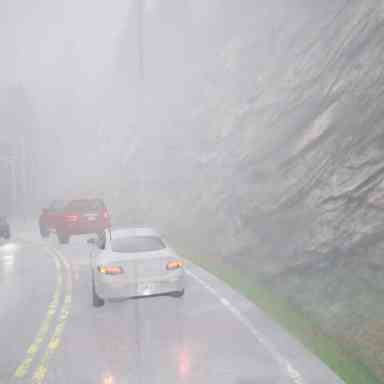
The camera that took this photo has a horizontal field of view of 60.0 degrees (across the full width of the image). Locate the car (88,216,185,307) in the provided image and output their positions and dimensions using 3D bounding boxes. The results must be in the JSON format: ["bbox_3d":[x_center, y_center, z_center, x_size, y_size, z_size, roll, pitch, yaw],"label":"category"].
[{"bbox_3d":[-1.498,1.530,8.079,1.812,1.442,4.674,-1,0,-17],"label":"car"}]

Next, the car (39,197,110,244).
[{"bbox_3d":[-6.014,1.295,16.709,2.150,2.045,5.566,-3,1,-37],"label":"car"}]

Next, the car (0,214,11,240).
[{"bbox_3d":[-11.233,1.771,18.070,1.882,1.535,5.008,-3,1,-37],"label":"car"}]
